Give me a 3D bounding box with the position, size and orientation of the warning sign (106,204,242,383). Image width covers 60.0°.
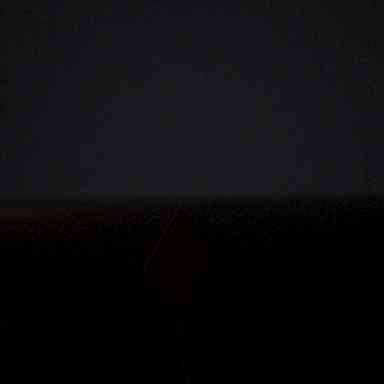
[{"bbox_3d":[-0.171,1.113,4.046,1.060,1.860,1.300,0,0,35],"label":"warning sign"}]
